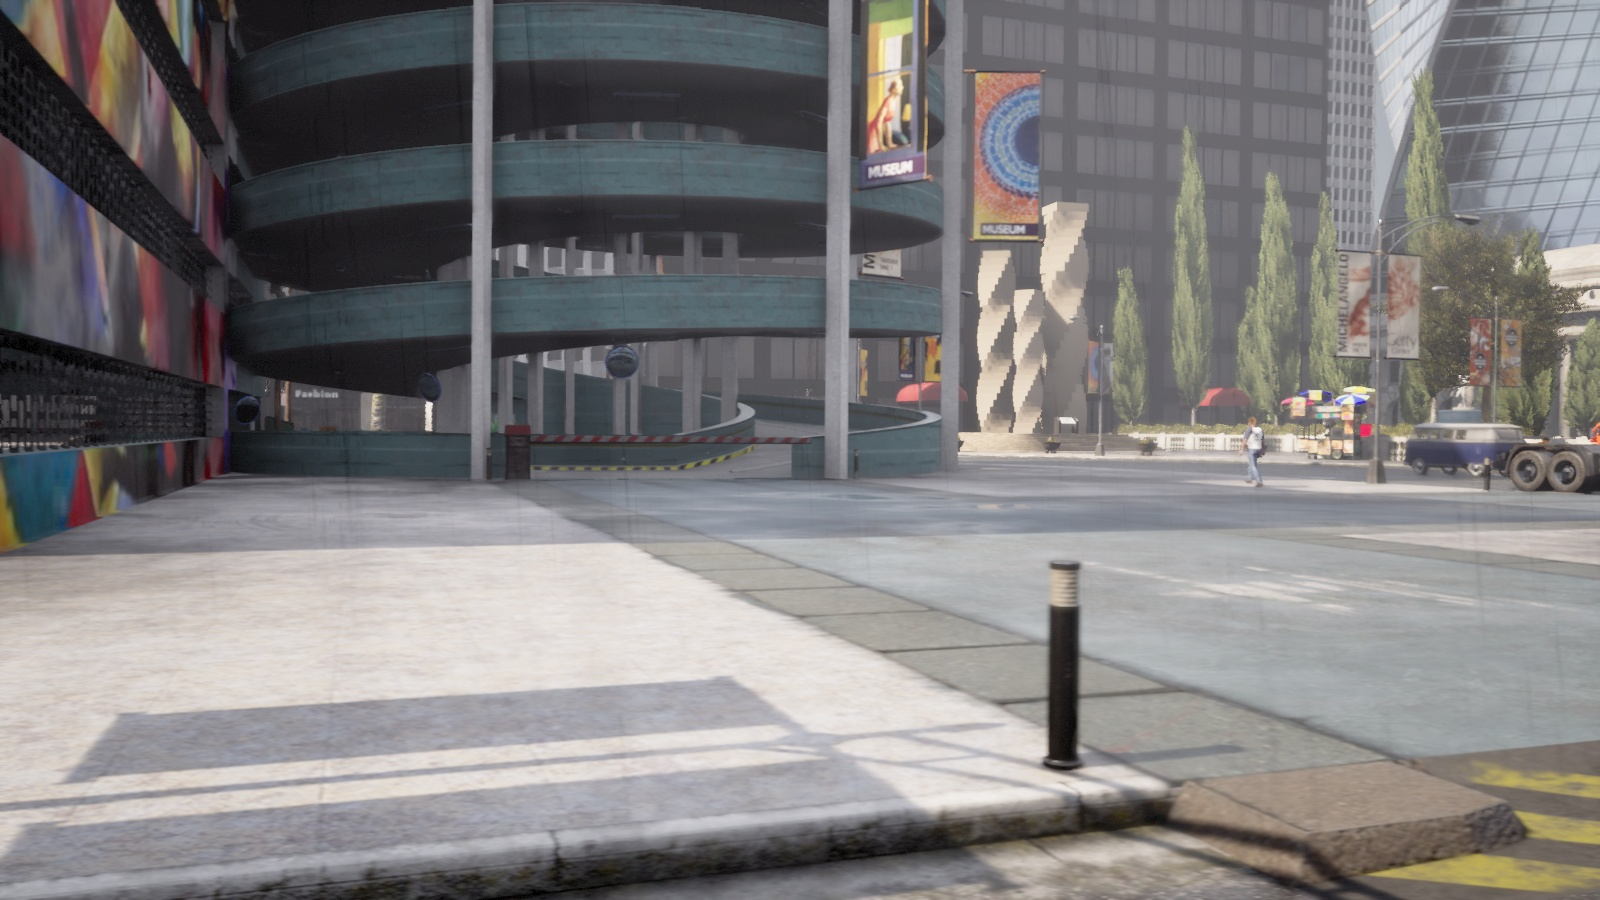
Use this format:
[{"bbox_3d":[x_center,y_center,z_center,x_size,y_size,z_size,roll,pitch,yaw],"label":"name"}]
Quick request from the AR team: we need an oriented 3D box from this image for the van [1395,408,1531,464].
[{"bbox_3d":[24.717,-0.534,46.982,1.775,1.987,4.442,-1,1,-20],"label":"van"}]

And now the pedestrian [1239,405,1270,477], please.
[{"bbox_3d":[11.788,-0.231,32.574,0.354,1.836,0.706,-1,1,-21],"label":"pedestrian"}]

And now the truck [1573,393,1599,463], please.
[{"bbox_3d":[29.820,-0.770,43.003,2.627,2.467,5.204,-1,1,-19],"label":"truck"}]

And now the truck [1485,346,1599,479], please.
[{"bbox_3d":[22.294,-1.000,32.661,2.891,3.462,7.936,-1,1,-19],"label":"truck"}]
